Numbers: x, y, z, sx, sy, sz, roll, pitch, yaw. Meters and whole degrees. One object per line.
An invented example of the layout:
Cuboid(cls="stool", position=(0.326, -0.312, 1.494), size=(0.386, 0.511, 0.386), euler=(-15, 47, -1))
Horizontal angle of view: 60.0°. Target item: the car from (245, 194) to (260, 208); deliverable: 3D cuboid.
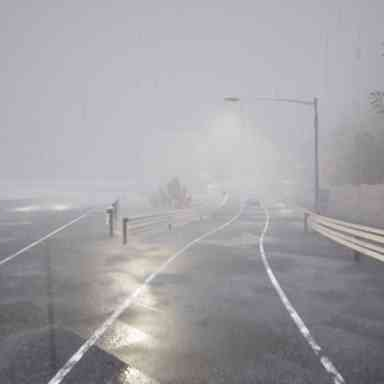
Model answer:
Cuboid(cls="car", position=(9.878, 1.548, 54.156), size=(2.097, 1.767, 4.553), euler=(-1, 2, 9))

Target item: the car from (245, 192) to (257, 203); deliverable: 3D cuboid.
Cuboid(cls="car", position=(11.362, 1.062, 64.148), size=(2.097, 1.767, 4.553), euler=(-1, 3, 7))
